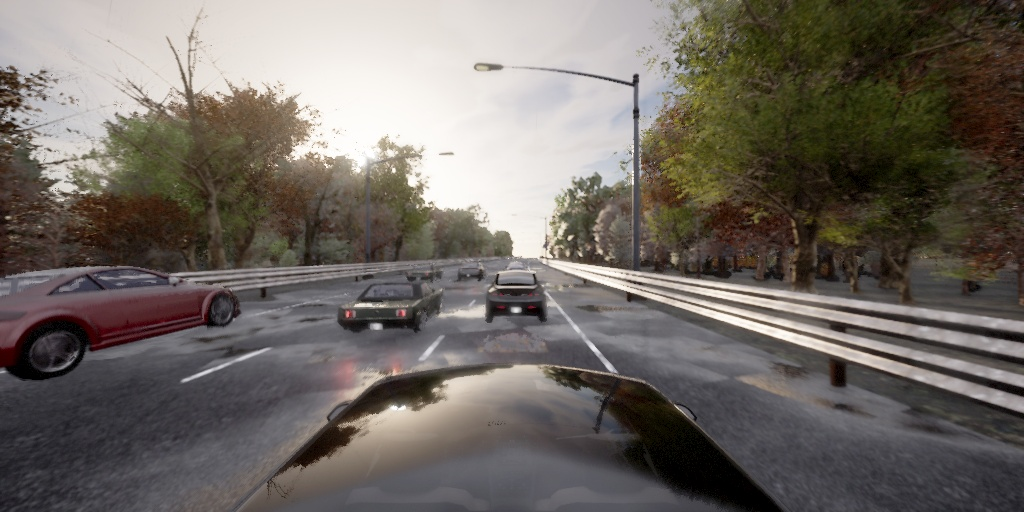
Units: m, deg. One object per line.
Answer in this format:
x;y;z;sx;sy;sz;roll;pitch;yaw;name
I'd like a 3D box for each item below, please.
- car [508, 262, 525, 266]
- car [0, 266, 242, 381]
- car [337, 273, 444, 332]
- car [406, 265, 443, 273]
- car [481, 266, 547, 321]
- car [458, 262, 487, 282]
0.355;1.253;30.082;1.812;1.442;4.674;0;0;1;car
-6.888;0.872;6.053;1.994;1.385;4.181;-3;0;0;car
-3.290;1.389;10.795;1.895;1.301;4.718;-1;0;-1;car
-6.677;1.331;28.010;1.895;1.301;4.718;0;0;1;car
0.139;1.250;12.400;1.837;1.490;4.892;0;0;1;car
-3.161;1.221;28.849;2.128;1.511;4.902;0;0;1;car
